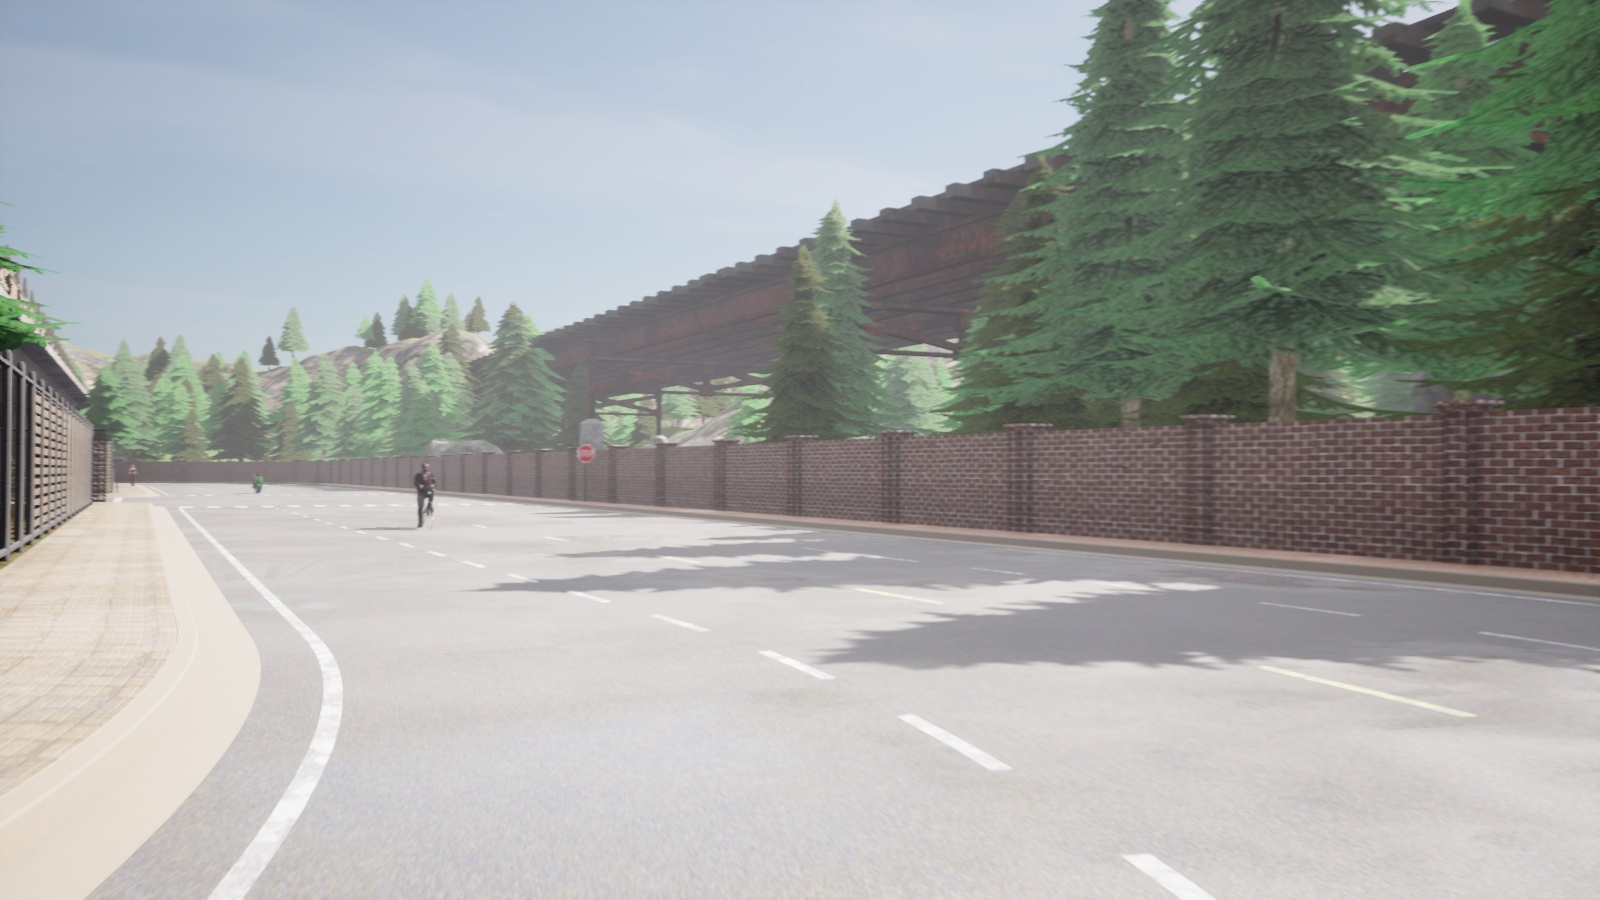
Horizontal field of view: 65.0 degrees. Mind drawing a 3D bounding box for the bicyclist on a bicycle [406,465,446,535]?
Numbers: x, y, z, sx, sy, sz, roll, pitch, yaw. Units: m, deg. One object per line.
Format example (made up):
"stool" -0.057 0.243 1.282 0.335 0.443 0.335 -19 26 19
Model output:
"bicyclist on a bicycle" -9.860 1.295 33.056 0.659 1.776 1.843 0 -1 -28
